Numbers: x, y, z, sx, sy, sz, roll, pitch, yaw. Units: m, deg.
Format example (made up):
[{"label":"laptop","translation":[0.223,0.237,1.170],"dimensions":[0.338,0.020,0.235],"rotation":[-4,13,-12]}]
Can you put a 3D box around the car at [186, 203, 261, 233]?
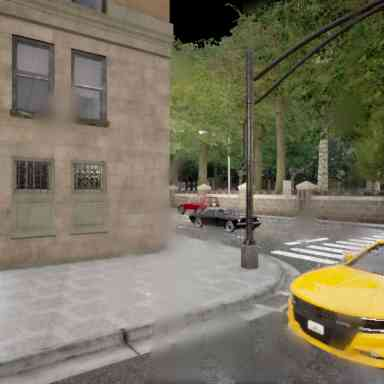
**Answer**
[{"label":"car","translation":[1.882,1.586,19.901],"dimensions":[1.895,1.301,4.718],"rotation":[0,0,-35]}]

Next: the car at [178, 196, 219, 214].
[{"label":"car","translation":[0.639,1.285,31.844],"dimensions":[2.192,1.841,5.009],"rotation":[0,0,-35]}]

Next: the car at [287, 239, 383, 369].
[{"label":"car","translation":[3.833,1.477,5.432],"dimensions":[5.008,1.535,1.882],"rotation":[0,-1,-27]}]
